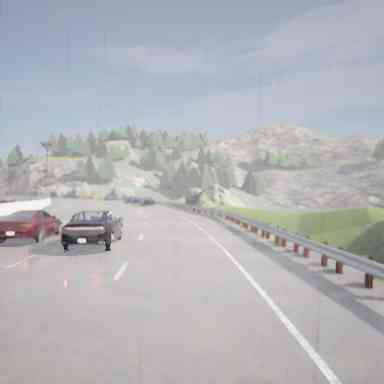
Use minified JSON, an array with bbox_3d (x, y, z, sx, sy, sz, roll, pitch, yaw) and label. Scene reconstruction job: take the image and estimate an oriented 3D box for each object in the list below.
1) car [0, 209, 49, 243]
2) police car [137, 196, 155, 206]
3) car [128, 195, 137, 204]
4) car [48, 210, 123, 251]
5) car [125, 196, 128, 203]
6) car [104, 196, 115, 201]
[{"bbox_3d":[-7.799,1.574,16.206,1.812,1.442,4.674,0,0,-5],"label":"car"},{"bbox_3d":[-7.535,1.549,56.332,1.930,1.638,5.238,0,0,-17],"label":"police car"},{"bbox_3d":[-10.986,1.628,66.590,1.882,1.535,5.008,0,0,-20],"label":"car"},{"bbox_3d":[-4.107,1.528,14.259,2.128,1.511,4.902,0,0,-4],"label":"car"},{"bbox_3d":[-13.340,1.518,72.682,2.097,1.767,4.553,0,0,-22],"label":"car"},{"bbox_3d":[-22.286,1.681,89.738,1.895,1.301,4.718,0,0,-28],"label":"car"}]
